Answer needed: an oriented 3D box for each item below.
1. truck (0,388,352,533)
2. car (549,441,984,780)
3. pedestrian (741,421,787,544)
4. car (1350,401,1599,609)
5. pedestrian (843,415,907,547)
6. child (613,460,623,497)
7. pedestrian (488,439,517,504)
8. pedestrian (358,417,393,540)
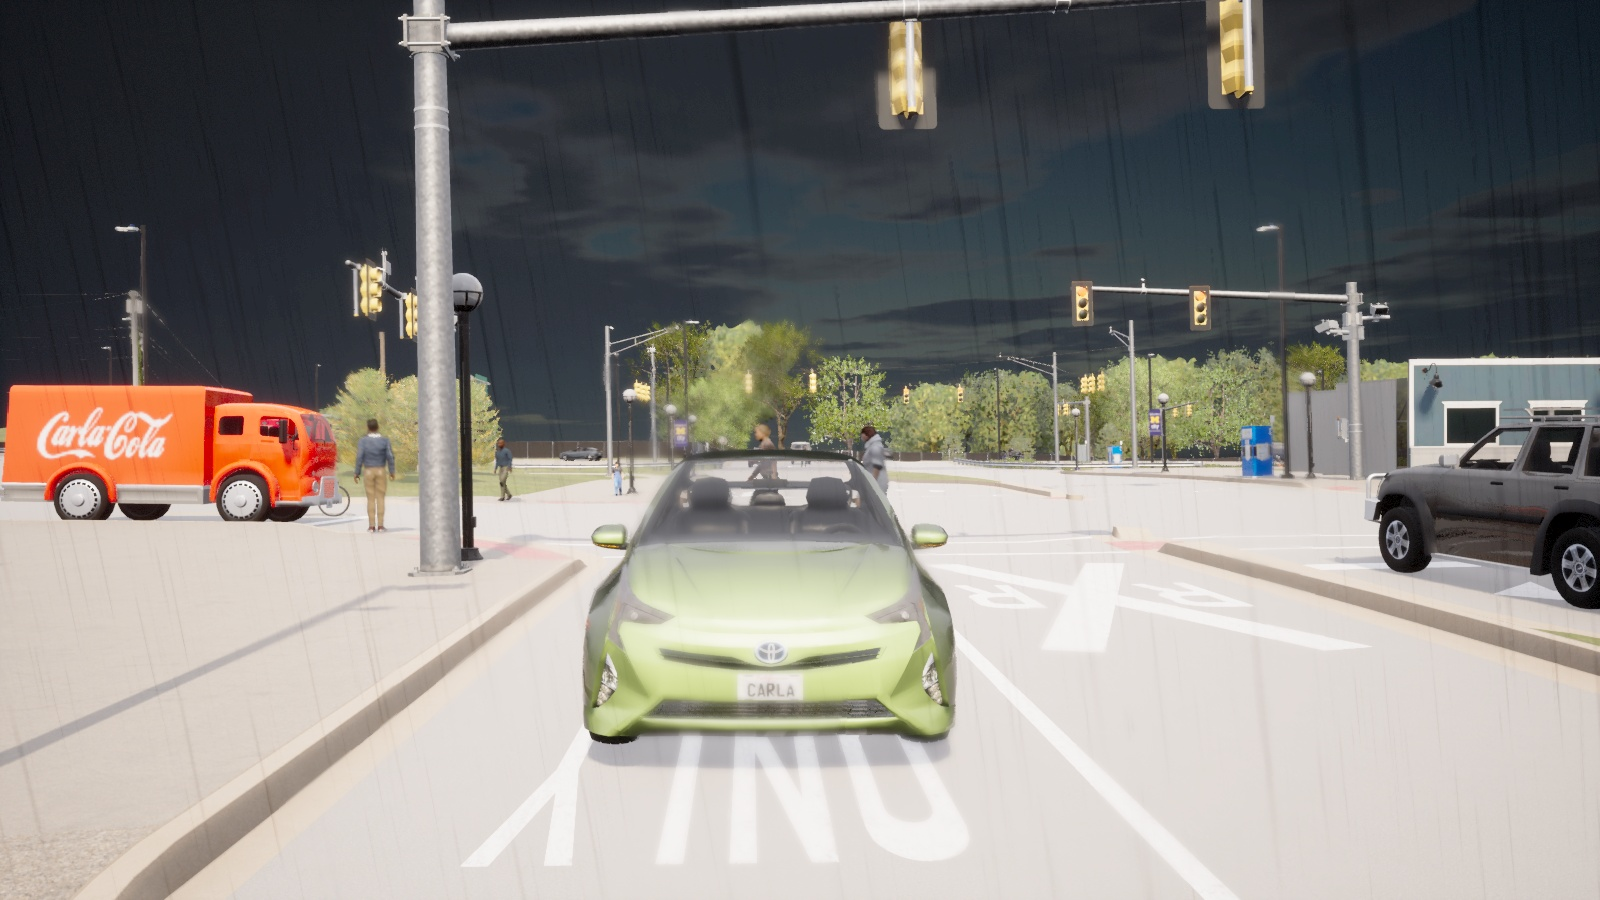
[{"bbox_3d":[-11.177,0.198,22.731,5.204,2.467,2.627,0,-1,-2],"label":"truck"},{"bbox_3d":[-0.205,0.725,8.079,2.007,1.525,4.514,0,1,-1],"label":"car"},{"bbox_3d":[-0.545,0.495,19.203,0.634,1.846,0.331,-2,-1,0],"label":"pedestrian"},{"bbox_3d":[7.885,0.437,13.016,1.932,1.855,4.605,-1,1,-7],"label":"car"},{"bbox_3d":[1.137,0.473,19.205,0.873,1.952,0.659,-2,-1,0],"label":"pedestrian"},{"bbox_3d":[-6.343,0.988,43.706,0.270,1.263,0.437,-2,-1,-4],"label":"child"},{"bbox_3d":[-8.555,0.612,36.114,0.370,1.835,0.726,-2,-1,32],"label":"pedestrian"},{"bbox_3d":[-6.884,0.454,20.389,0.423,1.949,0.788,-2,-1,-14],"label":"pedestrian"}]
